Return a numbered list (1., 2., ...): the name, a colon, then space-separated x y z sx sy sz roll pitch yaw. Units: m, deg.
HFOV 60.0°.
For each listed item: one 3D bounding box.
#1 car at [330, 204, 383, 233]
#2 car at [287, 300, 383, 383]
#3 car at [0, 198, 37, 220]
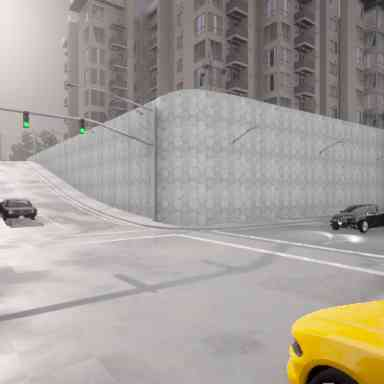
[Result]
1. car: 10.196 1.505 19.872 4.892 1.490 1.837 0 0 -36
2. car: 2.930 1.483 2.008 1.882 1.535 5.008 0 0 -36
3. car: -12.204 1.097 23.061 1.895 1.301 4.718 0 5 -36
